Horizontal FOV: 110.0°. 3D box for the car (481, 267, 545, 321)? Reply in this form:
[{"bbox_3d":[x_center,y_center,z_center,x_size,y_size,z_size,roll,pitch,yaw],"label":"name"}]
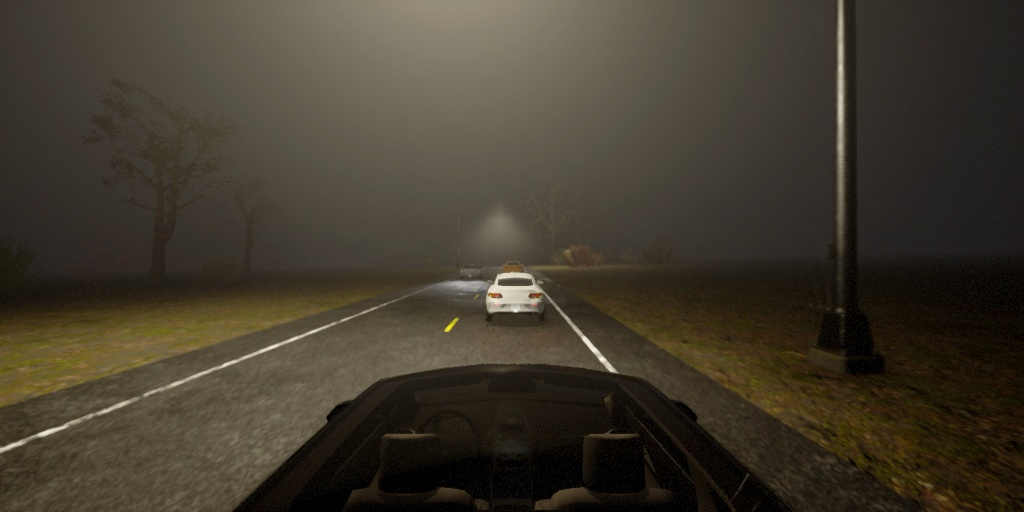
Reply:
[{"bbox_3d":[0.102,1.278,12.407,1.812,1.442,4.674,0,0,0],"label":"car"}]

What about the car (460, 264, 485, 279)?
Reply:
[{"bbox_3d":[-3.493,1.357,32.051,1.895,1.301,4.718,0,0,0],"label":"car"}]

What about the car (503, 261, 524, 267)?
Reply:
[{"bbox_3d":[0.107,1.234,35.041,1.882,1.535,5.008,0,0,0],"label":"car"}]
